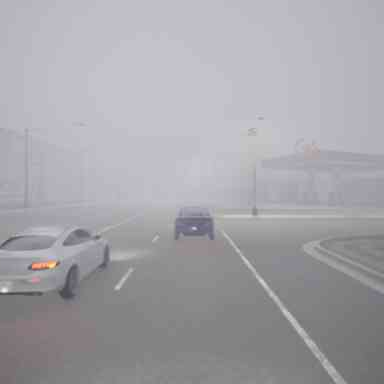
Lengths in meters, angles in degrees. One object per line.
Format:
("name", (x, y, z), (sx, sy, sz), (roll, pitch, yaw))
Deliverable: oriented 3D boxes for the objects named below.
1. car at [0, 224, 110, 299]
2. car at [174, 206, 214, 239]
("car", (-3.411, 1.529, 8.365), (1.812, 1.442, 4.674), (0, 0, 0))
("car", (0.107, 1.488, 17.431), (1.882, 1.535, 5.008), (0, 0, 0))
